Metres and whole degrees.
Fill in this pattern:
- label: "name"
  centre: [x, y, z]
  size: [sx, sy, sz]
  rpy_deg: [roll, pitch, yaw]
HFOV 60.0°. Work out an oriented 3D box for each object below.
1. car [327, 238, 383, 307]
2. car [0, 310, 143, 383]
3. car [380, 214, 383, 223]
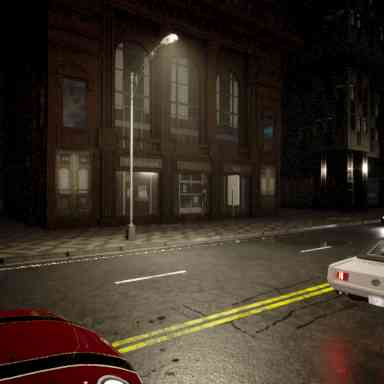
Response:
- label: "car"
  centre: [5.010, 1.597, 7.014]
  size: [4.718, 1.301, 1.895]
  rpy_deg: [0, 0, -35]
- label: "car"
  centre: [-2.424, 1.352, 1.711]
  size: [4.553, 1.767, 2.097]
  rpy_deg: [0, 0, -36]
- label: "car"
  centre: [14.677, 1.521, 22.149]
  size: [5.357, 1.411, 2.033]
  rpy_deg: [0, 0, -36]
